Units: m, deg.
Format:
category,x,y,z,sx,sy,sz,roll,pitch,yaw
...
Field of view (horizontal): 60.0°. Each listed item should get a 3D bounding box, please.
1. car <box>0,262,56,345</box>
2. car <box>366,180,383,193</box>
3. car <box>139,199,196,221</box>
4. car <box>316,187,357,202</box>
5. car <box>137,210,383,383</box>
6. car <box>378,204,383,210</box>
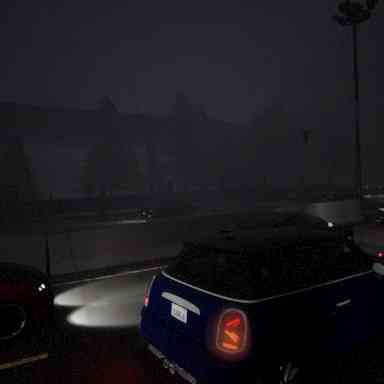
category,x,y,z,sx,sy,sz,roll,pitch,yaw
car,-4.314,1.565,4.975,4.181,1.385,1.994,0,0,-35
car,24.753,-0.770,43.557,4.553,1.767,2.097,-4,2,-36
car,-1.736,1.209,24.356,4.181,1.385,1.994,-4,2,-36
car,13.610,0.288,31.160,4.674,1.442,1.812,-4,2,-36
car,1.581,1.313,4.907,4.553,1.767,2.097,-1,1,-36
car,10.679,0.865,15.816,4.902,1.511,2.128,-4,2,-36
